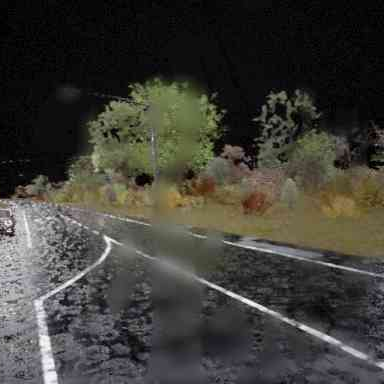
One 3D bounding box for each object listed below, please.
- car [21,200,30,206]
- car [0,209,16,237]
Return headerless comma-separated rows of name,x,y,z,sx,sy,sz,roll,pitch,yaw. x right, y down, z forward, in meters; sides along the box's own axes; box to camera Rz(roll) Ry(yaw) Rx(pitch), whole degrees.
car,-42.524,2.739,84.966,1.994,1.385,4.181,-4,1,-29
car,-12.165,1.851,20.553,2.097,1.767,4.553,-4,1,-27
